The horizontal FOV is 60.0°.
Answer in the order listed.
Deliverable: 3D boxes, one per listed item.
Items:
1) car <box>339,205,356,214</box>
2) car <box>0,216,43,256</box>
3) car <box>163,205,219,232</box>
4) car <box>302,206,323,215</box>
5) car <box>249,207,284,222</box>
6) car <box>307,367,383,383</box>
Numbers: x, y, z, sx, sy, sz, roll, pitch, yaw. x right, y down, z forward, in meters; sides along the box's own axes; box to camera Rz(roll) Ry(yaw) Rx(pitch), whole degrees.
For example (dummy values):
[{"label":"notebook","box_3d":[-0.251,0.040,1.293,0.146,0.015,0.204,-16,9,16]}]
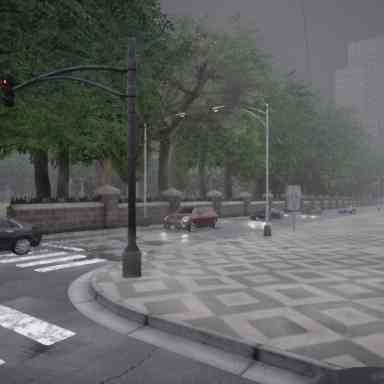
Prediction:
[{"label":"car","box_3d":[24.865,2.780,53.091,2.033,1.411,5.357,0,-1,34]},{"label":"car","box_3d":[-7.954,1.641,12.012,1.837,1.490,4.892,0,-2,35]},{"label":"car","box_3d":[0.029,1.772,23.356,2.097,1.767,4.553,0,-1,35]},{"label":"car","box_3d":[17.288,2.634,47.720,1.994,1.385,4.181,0,-1,35]},{"label":"car","box_3d":[7.865,2.251,34.487,2.033,1.411,5.357,0,-1,35]},{"label":"car","box_3d":[2.466,1.551,1.209,4.403,1.369,2.008,0,0,35]}]
